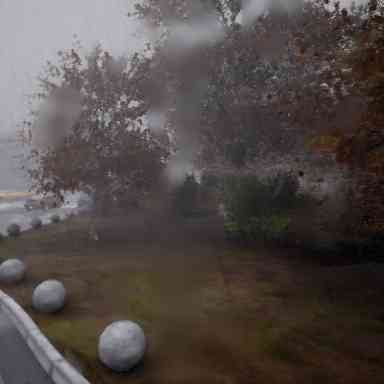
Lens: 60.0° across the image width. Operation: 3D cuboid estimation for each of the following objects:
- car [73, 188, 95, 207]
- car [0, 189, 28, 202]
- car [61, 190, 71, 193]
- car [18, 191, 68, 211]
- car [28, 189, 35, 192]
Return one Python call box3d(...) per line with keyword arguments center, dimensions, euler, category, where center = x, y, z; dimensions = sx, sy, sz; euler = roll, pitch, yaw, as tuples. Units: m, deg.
box3d(center=(-10.521, 0.657, 36.051), dimensions=(2.097, 1.767, 4.553), euler=(0, 3, 7), category="car")
box3d(center=(-24.616, 0.371, 43.689), dimensions=(1.946, 1.575, 5.366), euler=(0, 3, 11), category="car")
box3d(center=(-22.604, -0.145, 54.540), dimensions=(1.946, 1.575, 5.366), euler=(0, 3, 10), category="car")
box3d(center=(-14.262, 0.983, 32.283), dimensions=(1.837, 1.490, 4.892), euler=(0, 3, 5), category="car")
box3d(center=(-23.605, 0.112, 49.112), dimensions=(1.946, 1.575, 5.366), euler=(0, 3, 10), category="car")
